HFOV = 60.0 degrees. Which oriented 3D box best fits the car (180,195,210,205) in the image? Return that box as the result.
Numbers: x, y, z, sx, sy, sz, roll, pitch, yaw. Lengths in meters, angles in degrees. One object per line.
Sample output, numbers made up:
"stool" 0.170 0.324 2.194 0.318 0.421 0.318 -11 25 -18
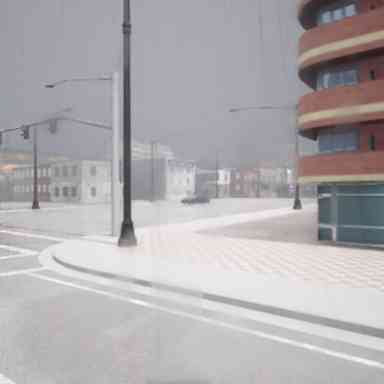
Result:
"car" 0.574 1.136 49.363 2.033 1.411 5.357 0 1 37
